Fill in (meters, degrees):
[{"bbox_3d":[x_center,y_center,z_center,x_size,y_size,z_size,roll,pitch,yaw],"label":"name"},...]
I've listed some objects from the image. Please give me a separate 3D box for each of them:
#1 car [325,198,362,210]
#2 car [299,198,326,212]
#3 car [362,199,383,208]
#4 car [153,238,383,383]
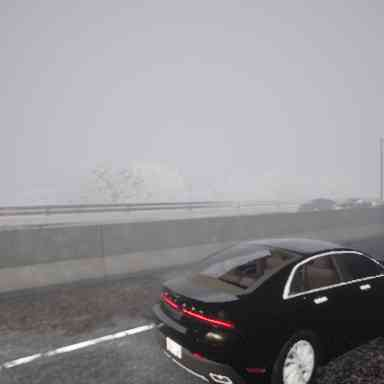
[{"bbox_3d":[15.379,1.365,31.785,4.902,1.511,2.128,0,0,-34],"label":"car"},{"bbox_3d":[13.195,1.350,34.532,5.008,1.535,1.882,0,0,-34],"label":"car"},{"bbox_3d":[17.343,1.368,28.889,4.902,1.511,2.128,0,0,-34],"label":"car"},{"bbox_3d":[1.777,1.485,5.129,4.892,1.490,1.837,0,0,-35],"label":"car"}]
